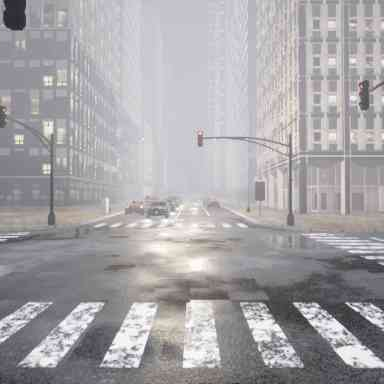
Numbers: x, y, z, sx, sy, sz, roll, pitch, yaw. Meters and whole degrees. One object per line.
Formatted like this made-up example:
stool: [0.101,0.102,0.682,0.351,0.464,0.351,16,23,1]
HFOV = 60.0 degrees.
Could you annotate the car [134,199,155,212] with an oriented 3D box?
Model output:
car: [-5.529,1.597,39.339,1.802,1.307,4.206,1,0,0]

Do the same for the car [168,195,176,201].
car: [-5.339,1.587,89.515,2.008,1.369,4.403,1,0,0]

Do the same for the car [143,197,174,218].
car: [-2.985,1.516,30.302,1.837,1.490,4.892,0,0,0]

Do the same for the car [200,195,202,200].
car: [2.936,1.590,61.677,1.947,1.339,4.313,1,0,0]

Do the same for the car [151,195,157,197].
car: [-5.502,1.332,44.914,2.192,1.841,5.009,1,0,0]

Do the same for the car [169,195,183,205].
car: [-2.824,1.375,59.675,2.097,1.767,4.553,0,0,1]

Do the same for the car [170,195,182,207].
car: [-2.910,1.371,48.792,2.097,1.767,4.553,0,0,0]

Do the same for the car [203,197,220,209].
car: [2.872,1.599,44.944,1.802,1.307,4.206,1,0,0]

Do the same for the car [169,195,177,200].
car: [-5.318,1.605,95.090,1.947,1.339,4.313,1,0,0]

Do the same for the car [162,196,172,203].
car: [-5.402,1.573,72.790,1.887,1.381,4.507,1,0,0]

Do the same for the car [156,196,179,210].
car: [-2.949,1.520,39.747,1.837,1.490,4.892,0,0,0]

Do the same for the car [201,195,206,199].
car: [2.917,1.547,56.270,1.752,1.417,4.829,1,0,0]

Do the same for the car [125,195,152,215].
car: [-5.547,1.453,33.764,1.967,1.590,4.097,1,0,0]
